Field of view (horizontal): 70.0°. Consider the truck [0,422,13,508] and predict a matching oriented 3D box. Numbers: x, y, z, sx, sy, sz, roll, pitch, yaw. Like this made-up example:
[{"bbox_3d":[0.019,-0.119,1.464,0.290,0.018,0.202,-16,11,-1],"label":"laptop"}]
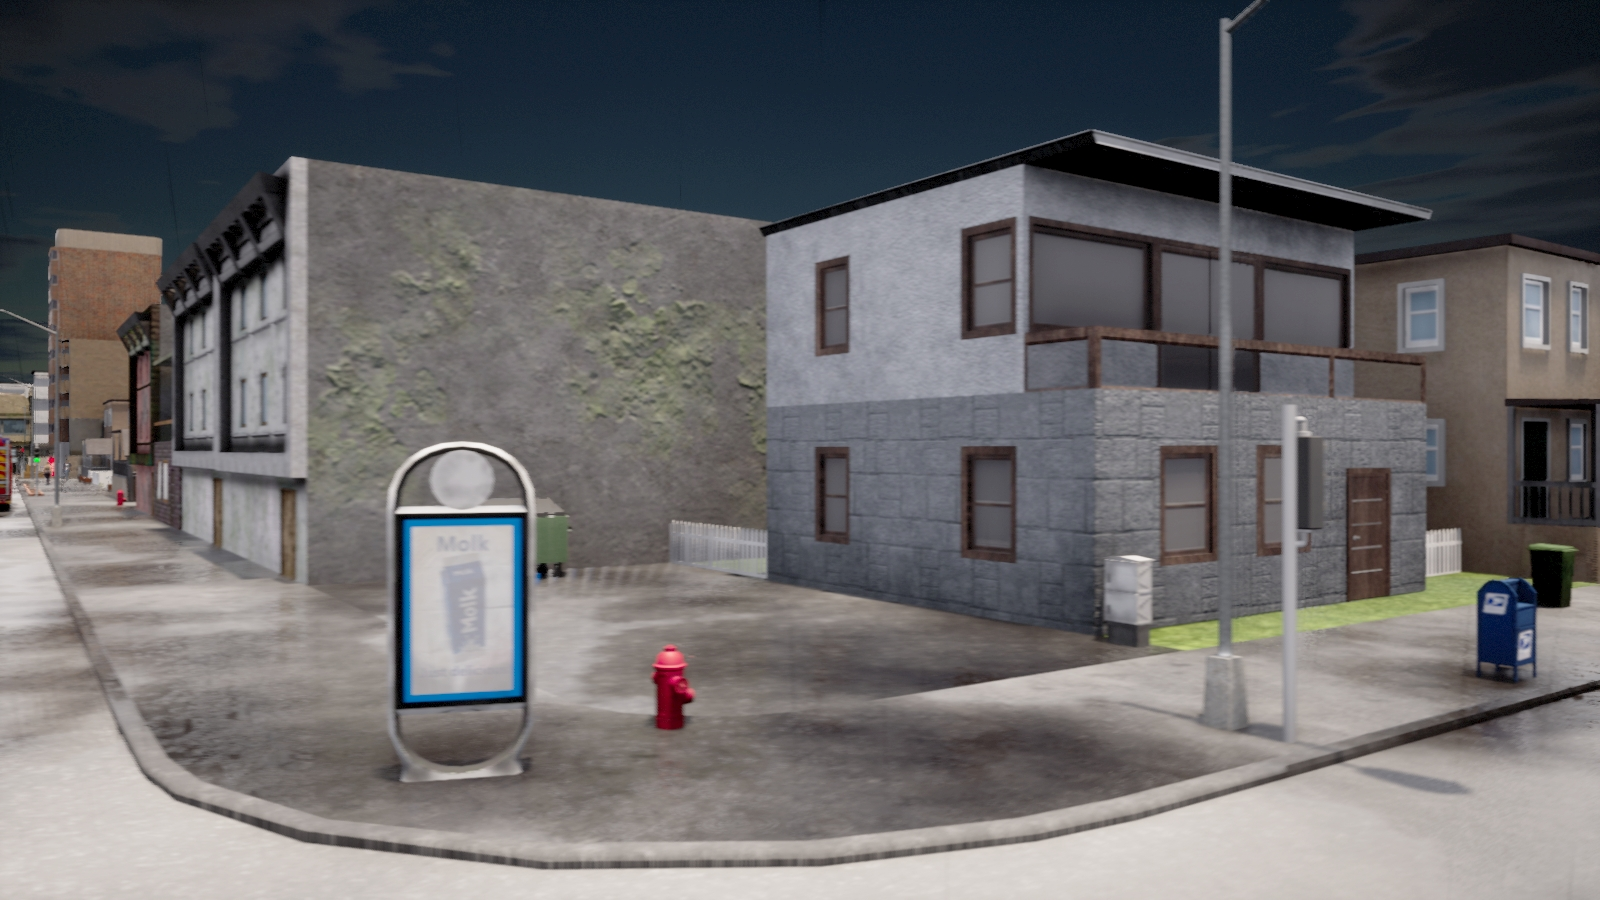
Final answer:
[{"bbox_3d":[-39.065,0.670,54.110,2.891,3.827,8.468,0,0,-35],"label":"truck"}]
